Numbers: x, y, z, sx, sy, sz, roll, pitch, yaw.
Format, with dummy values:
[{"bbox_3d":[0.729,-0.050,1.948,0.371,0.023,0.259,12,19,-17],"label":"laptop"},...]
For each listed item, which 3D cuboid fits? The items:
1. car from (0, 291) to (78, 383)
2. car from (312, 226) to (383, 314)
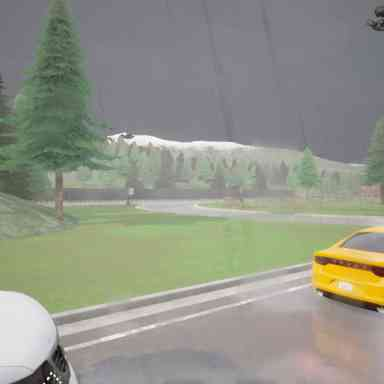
[{"bbox_3d":[-3.363,1.222,1.350,5.566,2.045,2.150,0,0,-35],"label":"car"},{"bbox_3d":[4.681,1.477,7.193,5.008,1.535,1.882,0,0,-35],"label":"car"}]
